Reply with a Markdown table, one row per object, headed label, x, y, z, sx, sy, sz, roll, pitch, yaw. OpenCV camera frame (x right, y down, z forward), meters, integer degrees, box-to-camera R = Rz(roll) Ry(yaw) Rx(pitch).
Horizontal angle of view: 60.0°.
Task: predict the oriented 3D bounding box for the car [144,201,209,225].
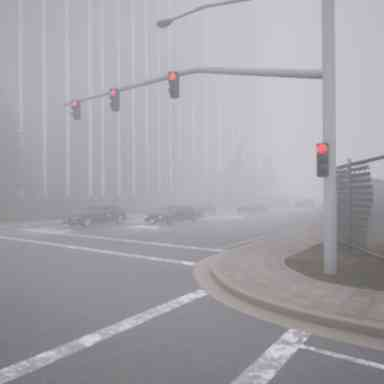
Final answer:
| label | x | y | z | sx | sy | sz | roll | pitch | yaw |
| --- | --- | --- | --- | --- | --- | --- | --- | --- | --- |
| car | -1.223 | 1.636 | 25.210 | 2.033 | 1.411 | 5.357 | -1 | 0 | 36 |

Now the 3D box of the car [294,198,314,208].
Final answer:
| label | x | y | z | sx | sy | sz | roll | pitch | yaw |
| --- | --- | --- | --- | --- | --- | --- | --- | --- | --- |
| car | 17.136 | 1.606 | 50.645 | 1.882 | 1.535 | 5.008 | -1 | 0 | 36 |

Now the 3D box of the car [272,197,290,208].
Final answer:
| label | x | y | z | sx | sy | sz | roll | pitch | yaw |
| --- | --- | --- | --- | --- | --- | --- | --- | --- | --- |
| car | 13.677 | 1.628 | 51.850 | 1.837 | 1.490 | 4.892 | -1 | -1 | 36 |

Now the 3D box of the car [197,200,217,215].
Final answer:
| label | x | y | z | sx | sy | sz | roll | pitch | yaw |
| --- | --- | --- | --- | --- | --- | --- | --- | --- | --- |
| car | 0.716 | 1.611 | 33.919 | 2.128 | 1.511 | 4.902 | -1 | 0 | 36 |

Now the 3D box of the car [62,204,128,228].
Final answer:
| label | x | y | z | sx | sy | sz | roll | pitch | yaw |
| --- | --- | --- | --- | --- | --- | --- | --- | --- | --- |
| car | -6.726 | 1.626 | 23.540 | 1.837 | 1.490 | 4.892 | -1 | 0 | 36 |

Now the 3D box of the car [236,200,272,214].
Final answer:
| label | x | y | z | sx | sy | sz | roll | pitch | yaw |
| --- | --- | --- | --- | --- | --- | --- | --- | --- | --- |
| car | 6.594 | 1.689 | 36.106 | 1.895 | 1.301 | 4.718 | -1 | 0 | 36 |
